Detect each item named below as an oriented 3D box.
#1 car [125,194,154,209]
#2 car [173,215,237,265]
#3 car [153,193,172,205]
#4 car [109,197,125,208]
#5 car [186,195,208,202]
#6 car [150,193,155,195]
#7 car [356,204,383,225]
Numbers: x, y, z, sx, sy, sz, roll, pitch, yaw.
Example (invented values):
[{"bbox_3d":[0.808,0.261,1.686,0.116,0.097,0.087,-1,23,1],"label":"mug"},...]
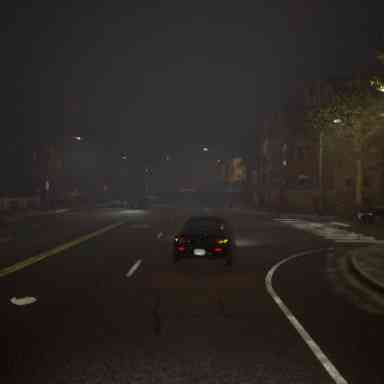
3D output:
[{"bbox_3d":[-6.716,1.431,42.905,2.128,1.511,4.902,0,0,2],"label":"car"},{"bbox_3d":[0.562,1.517,11.602,1.812,1.442,4.674,0,0,9],"label":"car"},{"bbox_3d":[-4.870,1.457,58.593,1.812,1.442,4.674,0,0,16],"label":"car"},{"bbox_3d":[-10.094,1.451,46.039,1.812,1.442,4.674,0,0,3],"label":"car"},{"bbox_3d":[1.584,1.477,73.099,2.033,1.411,5.357,0,0,34],"label":"car"},{"bbox_3d":[-7.076,1.141,63.426,2.150,2.045,5.566,0,0,20],"label":"car"},{"bbox_3d":[14.302,1.516,23.561,4.902,1.511,2.128,0,0,0],"label":"car"}]
